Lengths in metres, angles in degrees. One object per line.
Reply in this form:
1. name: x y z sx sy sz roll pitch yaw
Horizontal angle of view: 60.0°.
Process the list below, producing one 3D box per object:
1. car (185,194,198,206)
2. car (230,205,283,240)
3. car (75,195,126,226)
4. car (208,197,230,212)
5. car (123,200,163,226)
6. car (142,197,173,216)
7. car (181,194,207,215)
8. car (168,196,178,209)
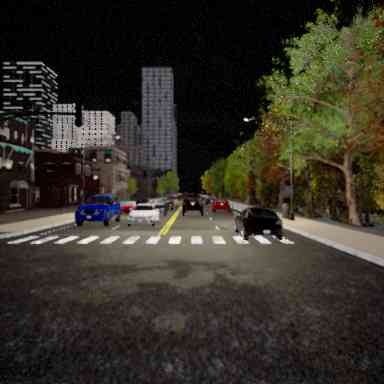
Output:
1. car: 0.019 1.321 57.650 2.150 2.045 5.566 0 0 0
2. car: 3.345 1.535 17.278 1.837 1.490 4.892 0 0 0
3. car: -6.599 1.264 24.084 2.150 2.045 5.566 0 0 0
4. car: 3.338 1.420 39.412 2.097 1.767 4.553 0 0 0
5. car: -3.353 1.567 23.740 1.812 1.442 4.674 0 0 0
6. car: -3.335 1.549 32.961 2.128 1.511 4.902 0 0 0
7. car: 0.089 1.282 34.929 2.150 2.045 5.566 0 0 0
8. car: -3.264 1.565 43.047 2.128 1.511 4.902 0 0 0
